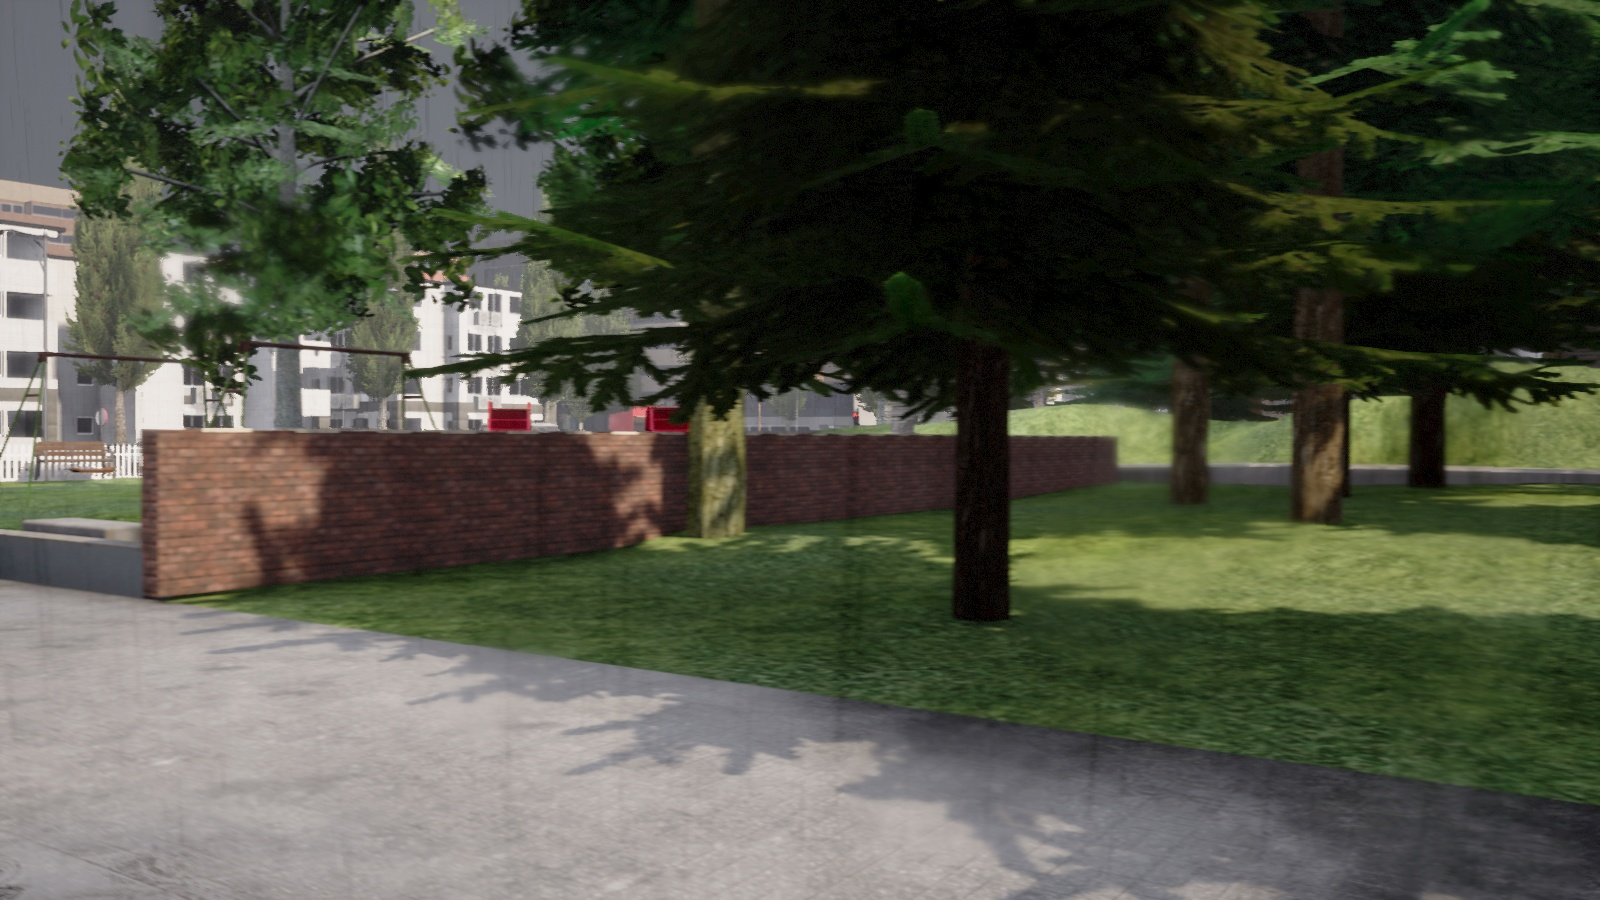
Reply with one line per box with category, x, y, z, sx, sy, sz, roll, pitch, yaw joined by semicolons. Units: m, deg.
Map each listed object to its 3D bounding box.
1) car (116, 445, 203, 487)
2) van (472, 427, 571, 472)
car;-22.228;0.543;43.617;1.481;1.376;2.207;0;1;34
van;-12.767;-0.039;57.798;1.775;1.987;4.442;0;1;34
